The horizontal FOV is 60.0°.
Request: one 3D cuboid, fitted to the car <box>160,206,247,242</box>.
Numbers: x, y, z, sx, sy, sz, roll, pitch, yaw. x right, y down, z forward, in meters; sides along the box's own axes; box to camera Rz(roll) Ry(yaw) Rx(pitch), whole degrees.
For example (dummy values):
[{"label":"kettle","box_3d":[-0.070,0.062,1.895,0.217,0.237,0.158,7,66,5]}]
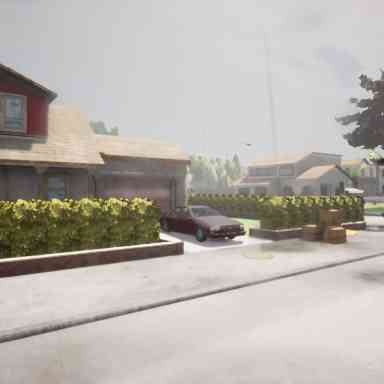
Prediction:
[{"label":"car","box_3d":[0.137,1.356,15.506,2.033,1.415,5.357,0,0,-33]}]
